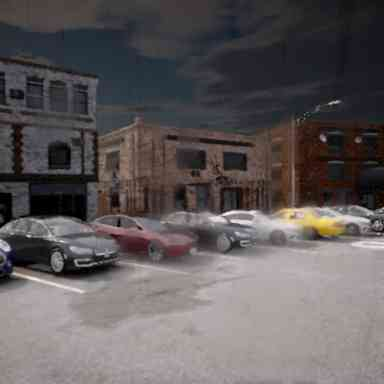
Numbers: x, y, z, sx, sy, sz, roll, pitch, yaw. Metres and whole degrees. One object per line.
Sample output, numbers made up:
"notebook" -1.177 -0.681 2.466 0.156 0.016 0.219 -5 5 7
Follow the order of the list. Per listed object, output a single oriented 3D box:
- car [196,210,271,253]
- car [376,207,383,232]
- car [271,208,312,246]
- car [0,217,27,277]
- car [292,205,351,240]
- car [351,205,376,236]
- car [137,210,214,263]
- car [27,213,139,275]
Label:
"car" 0.449 1.528 13.926 4.892 1.521 2.231 -1 -1 34
"car" 10.002 1.587 20.736 4.892 1.521 2.231 -1 -1 34
"car" 2.839 1.582 15.621 4.674 1.452 2.002 -1 -1 35
"car" -6.739 1.359 8.827 4.553 1.767 2.185 -1 -1 35
"car" 5.073 1.556 17.422 5.366 1.575 1.946 -1 -1 35
"car" 7.616 1.612 19.028 4.674 1.452 2.002 -1 -1 35
"car" -1.912 1.542 12.196 4.792 1.488 2.163 -1 -1 35
"car" -4.330 1.499 10.513 4.892 1.521 2.231 -1 -1 35
